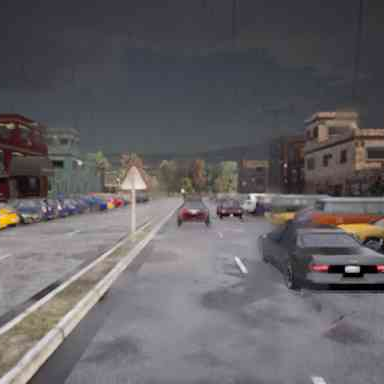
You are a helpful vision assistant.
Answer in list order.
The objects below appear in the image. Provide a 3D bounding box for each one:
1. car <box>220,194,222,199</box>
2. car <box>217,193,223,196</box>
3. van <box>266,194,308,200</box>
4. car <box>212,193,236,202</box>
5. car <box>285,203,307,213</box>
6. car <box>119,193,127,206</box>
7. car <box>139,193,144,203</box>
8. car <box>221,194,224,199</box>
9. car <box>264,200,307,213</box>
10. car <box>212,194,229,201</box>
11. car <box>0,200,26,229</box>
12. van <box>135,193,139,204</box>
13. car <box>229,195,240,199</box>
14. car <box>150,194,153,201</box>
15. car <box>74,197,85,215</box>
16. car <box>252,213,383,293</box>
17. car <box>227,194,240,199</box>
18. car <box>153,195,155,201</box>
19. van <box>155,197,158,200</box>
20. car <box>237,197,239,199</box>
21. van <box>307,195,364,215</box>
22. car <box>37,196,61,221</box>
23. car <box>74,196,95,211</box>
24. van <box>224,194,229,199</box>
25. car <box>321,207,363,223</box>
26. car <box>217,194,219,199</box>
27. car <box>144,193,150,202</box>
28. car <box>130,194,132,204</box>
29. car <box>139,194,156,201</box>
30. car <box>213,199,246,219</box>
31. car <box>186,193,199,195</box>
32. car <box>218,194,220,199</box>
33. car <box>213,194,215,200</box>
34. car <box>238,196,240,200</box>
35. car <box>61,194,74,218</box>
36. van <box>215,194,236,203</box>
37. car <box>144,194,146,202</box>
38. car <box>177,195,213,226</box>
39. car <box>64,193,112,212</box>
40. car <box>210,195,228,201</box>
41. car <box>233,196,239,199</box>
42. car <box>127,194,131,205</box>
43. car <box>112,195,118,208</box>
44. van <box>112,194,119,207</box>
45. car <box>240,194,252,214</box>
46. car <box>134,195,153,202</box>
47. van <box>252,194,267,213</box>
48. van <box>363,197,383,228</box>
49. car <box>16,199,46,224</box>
[{"bbox_3d":[7.645,1.491,56.088,4.892,1.521,2.231,0,0,0],"label":"car"},{"bbox_3d":[7.622,1.401,64.359,4.553,1.767,2.185,0,0,0],"label":"car"},{"bbox_3d":[7.762,1.217,23.004,4.442,1.987,1.878,0,0,0],"label":"van"},{"bbox_3d":[7.685,1.374,80.904,5.566,2.045,2.435,0,0,0],"label":"car"},{"bbox_3d":[7.641,1.490,17.488,4.674,1.452,2.002,0,0,0],"label":"car"},{"bbox_3d":[-12.515,1.193,46.613,5.566,2.045,2.435,0,0,0],"label":"car"},{"bbox_3d":[-12.555,1.263,63.289,5.566,2.045,2.435,0,0,0],"label":"car"},{"bbox_3d":[7.645,1.481,53.332,4.892,1.521,2.231,0,0,0],"label":"car"},{"bbox_3d":[7.459,1.443,20.246,5.366,1.575,1.946,0,0,0],"label":"car"},{"bbox_3d":[7.627,1.549,89.179,4.553,1.767,2.185,0,0,0],"label":"car"},{"bbox_3d":[-12.567,1.420,18.826,5.008,1.535,2.097,0,0,0],"label":"car"},{"bbox_3d":[-12.413,1.274,60.508,4.442,1.987,1.878,0,0,0],"label":"van"},{"bbox_3d":[7.642,1.452,42.304,4.892,1.521,2.231,0,0,0],"label":"car"},{"bbox_3d":[-12.542,1.351,77.186,5.566,2.045,2.435,0,0,0],"label":"car"},{"bbox_3d":[-12.557,1.456,29.941,4.674,1.452,2.002,0,0,0],"label":"car"},{"bbox_3d":[3.108,1.533,8.928,2.033,1.411,5.357,0,0,0],"label":"car"},{"bbox_3d":[7.835,1.454,45.059,5.366,1.575,1.946,0,0,0],"label":"car"},{"bbox_3d":[-12.502,1.641,82.616,5.008,1.535,2.097,0,0,0],"label":"car"},{"bbox_3d":[-12.383,1.469,90.957,4.442,1.987,1.878,0,0,0],"label":"van"},{"bbox_3d":[7.650,1.483,36.789,4.674,1.452,2.002,0,0,0],"label":"car"},{"bbox_3d":[7.760,1.228,14.731,4.442,1.987,1.878,0,0,0],"label":"van"},{"bbox_3d":[-12.534,1.290,24.381,4.553,1.767,2.185,0,0,0],"label":"car"},{"bbox_3d":[-12.551,1.419,32.720,4.892,1.521,2.231,0,0,0],"label":"car"},{"bbox_3d":[7.533,1.245,50.451,4.442,1.987,1.878,0,0,0],"label":"van"},{"bbox_3d":[7.648,1.459,11.974,5.008,1.535,2.097,0,0,0],"label":"car"},{"bbox_3d":[7.647,1.515,61.602,4.892,1.521,2.231,0,0,0],"label":"car"},{"bbox_3d":[-12.490,1.313,71.501,5.566,2.045,2.435,0,0,0],"label":"car"},{"bbox_3d":[-12.533,1.514,54.826,4.674,1.452,2.002,0,0,0],"label":"car"},{"bbox_3d":[-12.528,1.578,93.865,4.553,1.767,2.185,0,0,0],"label":"car"},{"bbox_3d":[3.099,1.561,28.373,1.895,1.301,4.718,0,0,0],"label":"car"},{"bbox_3d":[0.111,1.193,40.891,2.150,2.045,5.566,0,0,0],"label":"car"},{"bbox_3d":[7.646,1.502,58.845,4.892,1.521,2.231,0,0,0],"label":"car"},{"bbox_3d":[7.661,1.573,72.631,5.008,1.535,2.097,0,0,0],"label":"car"},{"bbox_3d":[7.652,1.441,34.031,5.008,1.535,2.097,0,0,0],"label":"car"},{"bbox_3d":[-12.532,1.290,27.162,4.553,1.767,2.185,0,0,0],"label":"car"},{"bbox_3d":[7.539,1.364,75.389,4.442,1.987,1.878,0,0,0],"label":"van"},{"bbox_3d":[-12.518,1.586,68.781,4.674,1.452,2.002,0,0,0],"label":"car"},{"bbox_3d":[0.105,1.313,23.218,2.097,1.767,4.553,0,0,0],"label":"car"},{"bbox_3d":[-12.523,1.174,38.278,5.566,2.045,2.435,0,0,0],"label":"car"},{"bbox_3d":[7.665,1.697,94.692,5.008,1.535,2.097,0,0,0],"label":"car"},{"bbox_3d":[7.677,1.476,39.545,4.792,1.488,2.163,0,0,0],"label":"car"},{"bbox_3d":[-12.508,1.493,52.171,4.792,1.488,2.163,0,0,0],"label":"car"},{"bbox_3d":[-12.364,1.428,41.056,5.366,1.575,1.946,0,0,0],"label":"car"},{"bbox_3d":[-12.430,1.212,43.836,4.442,1.987,1.878,0,0,0],"label":"van"},{"bbox_3d":[7.675,1.189,31.275,5.566,2.045,2.435,0,0,0],"label":"car"},{"bbox_3d":[-12.536,1.536,85.521,4.553,1.767,2.185,0,0,0],"label":"car"},{"bbox_3d":[7.762,1.214,28.517,4.442,1.987,1.878,0,0,0],"label":"van"},{"bbox_3d":[7.526,1.239,9.216,4.442,1.987,1.878,0,0,0],"label":"van"},{"bbox_3d":[-12.574,1.419,21.603,4.892,1.521,2.231,0,0,0],"label":"car"}]
